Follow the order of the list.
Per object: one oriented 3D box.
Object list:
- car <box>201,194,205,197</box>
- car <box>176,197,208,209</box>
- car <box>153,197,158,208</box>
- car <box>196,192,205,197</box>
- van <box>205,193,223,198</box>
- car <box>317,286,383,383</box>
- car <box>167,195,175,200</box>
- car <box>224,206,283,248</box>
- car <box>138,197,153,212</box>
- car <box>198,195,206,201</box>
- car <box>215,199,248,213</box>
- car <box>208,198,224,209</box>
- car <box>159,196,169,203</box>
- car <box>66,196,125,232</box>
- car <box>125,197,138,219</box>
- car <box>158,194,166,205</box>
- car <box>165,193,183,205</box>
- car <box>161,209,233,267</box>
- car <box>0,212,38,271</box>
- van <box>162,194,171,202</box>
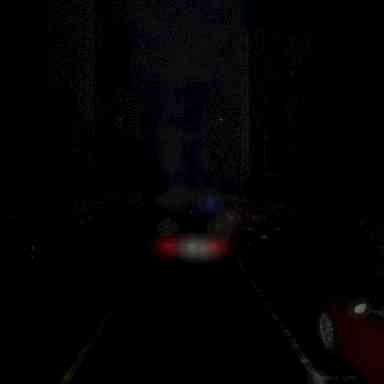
[{"bbox_3d":[2.662,1.487,54.171,1.752,1.417,4.829,0,0,1],"label":"car"},{"bbox_3d":[0.045,1.452,28.544,2.128,1.511,4.902,0,0,0],"label":"car"},{"bbox_3d":[-5.862,1.395,42.699,1.967,1.590,4.097,0,0,0],"label":"car"},{"bbox_3d":[2.388,1.201,64.735,2.150,2.045,5.566,0,0,0],"label":"car"},{"bbox_3d":[2.663,1.295,37.046,1.690,1.788,3.998,0,0,0],"label":"van"},{"bbox_3d":[2.667,1.577,3.212,1.802,1.307,4.206,0,0,0],"label":"car"},{"bbox_3d":[-5.866,1.553,93.460,1.802,1.307,4.206,0,0,0],"label":"car"},{"bbox_3d":[2.666,1.523,14.491,1.887,1.381,4.507,0,0,0],"label":"car"},{"bbox_3d":[-5.862,1.395,37.061,1.967,1.590,4.097,0,0,0],"label":"car"},{"bbox_3d":[2.660,1.526,87.798,2.008,1.369,4.403,0,0,0],"label":"car"},{"bbox_3d":[2.666,1.411,20.129,1.967,1.590,4.097,0,0,0],"label":"car"},{"bbox_3d":[2.664,1.523,31.407,1.947,1.339,4.313,0,0,0],"label":"car"},{"bbox_3d":[-5.866,1.502,70.729,1.752,1.417,4.829,0,0,0],"label":"car"},{"bbox_3d":[-5.860,1.286,20.142,2.192,1.841,5.009,0,0,0],"label":"car"},{"bbox_3d":[-5.860,1.279,25.781,2.192,1.841,5.009,0,0,0],"label":"car"},{"bbox_3d":[-5.871,1.492,59.416,1.752,1.417,4.829,0,0,1],"label":"car"},{"bbox_3d":[-3.066,1.443,57.927,1.882,1.535,5.008,0,0,0],"label":"car"},{"bbox_3d":[0.023,1.531,11.362,2.033,1.411,5.357,0,0,1],"label":"car"},{"bbox_3d":[-5.859,1.428,8.863,1.967,1.590,4.097,0,0,0],"label":"car"},{"bbox_3d":[-5.866,1.320,76.541,1.690,1.788,3.998,0,0,0],"label":"van"}]
